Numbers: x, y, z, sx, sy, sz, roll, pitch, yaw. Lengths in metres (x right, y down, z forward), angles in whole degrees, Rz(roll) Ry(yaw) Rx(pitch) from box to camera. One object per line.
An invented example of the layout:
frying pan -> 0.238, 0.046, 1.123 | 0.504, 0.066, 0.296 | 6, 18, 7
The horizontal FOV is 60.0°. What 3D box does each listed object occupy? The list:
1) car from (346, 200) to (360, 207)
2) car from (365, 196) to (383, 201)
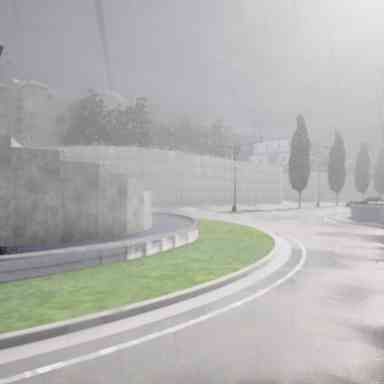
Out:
car -> 29.883, 2.165, 61.265 | 1.994, 1.385, 4.181 | 0, 0, 43
car -> 32.294, 1.813, 58.713 | 2.150, 2.045, 5.566 | 0, 0, 43
